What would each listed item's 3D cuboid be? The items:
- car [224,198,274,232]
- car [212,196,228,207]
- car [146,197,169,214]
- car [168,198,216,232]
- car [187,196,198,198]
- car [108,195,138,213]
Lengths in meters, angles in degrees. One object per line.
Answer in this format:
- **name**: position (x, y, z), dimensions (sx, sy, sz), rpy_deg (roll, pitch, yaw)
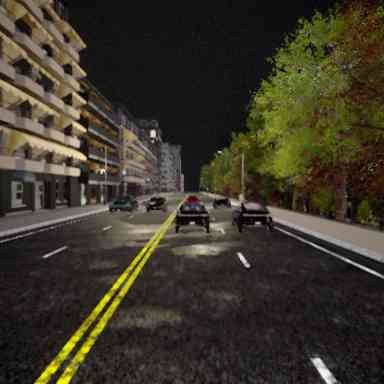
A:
- **car**: position (3.279, 1.321, 18.821), dimensions (2.128, 1.511, 4.902), rpy_deg (0, 1, 0)
- **car**: position (3.339, 1.146, 38.496), dimensions (2.128, 1.511, 4.902), rpy_deg (0, 1, 0)
- **car**: position (-3.274, 1.219, 31.897), dimensions (1.837, 1.490, 4.892), rpy_deg (0, 0, 1)
- **car**: position (0.029, 1.321, 18.812), dimensions (2.128, 1.511, 4.902), rpy_deg (0, 1, 0)
- **car**: position (0.093, 1.168, 39.759), dimensions (1.812, 1.442, 4.674), rpy_deg (0, 1, 0)
- **car**: position (-6.523, 1.062, 31.986), dimensions (2.097, 1.767, 4.553), rpy_deg (0, 1, 1)
